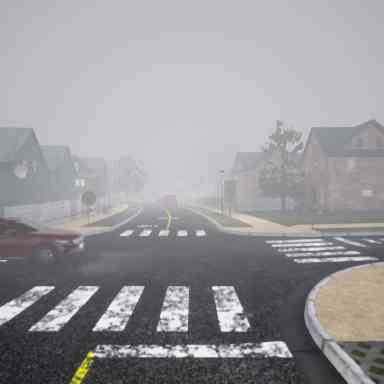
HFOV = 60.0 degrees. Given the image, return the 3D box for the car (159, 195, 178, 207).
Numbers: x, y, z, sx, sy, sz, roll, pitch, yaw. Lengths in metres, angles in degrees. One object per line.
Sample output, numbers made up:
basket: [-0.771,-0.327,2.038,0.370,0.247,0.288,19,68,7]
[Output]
car: [-3.754,1.478,56.029,2.150,2.045,5.566,0,-1,-10]

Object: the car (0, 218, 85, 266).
car: [-5.994,1.595,10.995,4.674,1.442,1.812,-2,0,0]

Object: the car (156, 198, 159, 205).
car: [-6.163,1.877,68.059,1.882,1.535,5.008,0,-1,-14]
